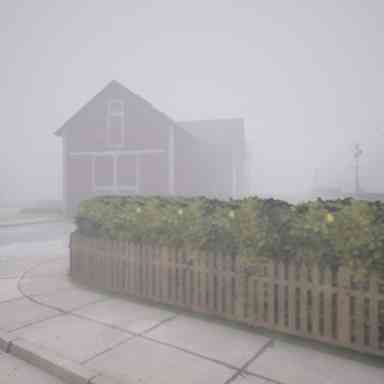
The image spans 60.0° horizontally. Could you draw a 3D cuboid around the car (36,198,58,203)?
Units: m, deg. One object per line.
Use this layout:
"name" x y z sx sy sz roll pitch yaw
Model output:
"car" -19.966 1.557 46.641 1.816 1.474 4.193 -6 -1 12
